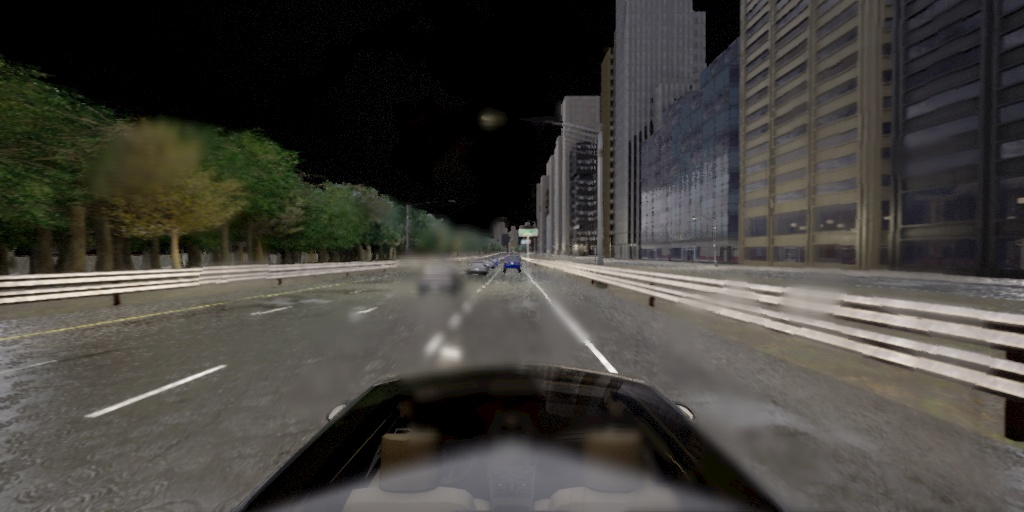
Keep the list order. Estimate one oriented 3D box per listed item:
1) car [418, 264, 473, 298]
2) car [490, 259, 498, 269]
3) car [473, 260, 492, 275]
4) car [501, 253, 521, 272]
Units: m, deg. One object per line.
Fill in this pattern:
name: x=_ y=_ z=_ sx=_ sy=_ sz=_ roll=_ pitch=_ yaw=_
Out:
car: x=-3.508 y=1.250 z=18.683 sx=2.128 sy=1.511 sz=4.902 roll=0 pitch=0 yaw=0
car: x=-3.636 y=1.367 z=57.171 sx=1.994 sy=1.385 sz=4.181 roll=0 pitch=0 yaw=0
car: x=-3.558 y=1.344 z=38.666 sx=1.994 sy=1.385 sz=4.181 roll=0 pitch=0 yaw=0
car: x=0.015 y=1.011 z=47.216 sx=2.150 sy=2.045 sz=5.566 roll=0 pitch=0 yaw=0
